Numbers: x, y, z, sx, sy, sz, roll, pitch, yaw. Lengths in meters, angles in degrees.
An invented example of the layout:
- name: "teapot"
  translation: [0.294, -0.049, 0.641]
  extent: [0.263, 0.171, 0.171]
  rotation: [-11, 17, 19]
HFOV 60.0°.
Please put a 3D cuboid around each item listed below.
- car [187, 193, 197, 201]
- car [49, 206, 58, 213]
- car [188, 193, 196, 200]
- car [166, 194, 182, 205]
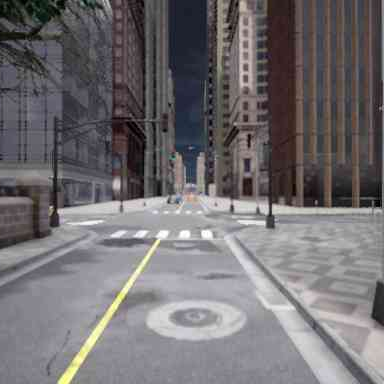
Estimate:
- name: "car"
  translation: [-0.014, 1.065, 72.761]
  extent: [2.097, 1.767, 4.553]
  rotation: [0, 0, 0]
- name: "car"
  translation: [-14.757, 1.471, 30.147]
  extent: [4.829, 1.417, 1.752]
  rotation: [0, -1, 0]
- name: "car"
  translation: [-0.017, 1.063, 82.828]
  extent: [1.882, 1.535, 5.008]
  rotation: [0, 0, 0]
- name: "car"
  translation: [-3.073, 1.301, 53.658]
  extent: [1.812, 1.442, 4.674]
  rotation: [0, 0, 0]
